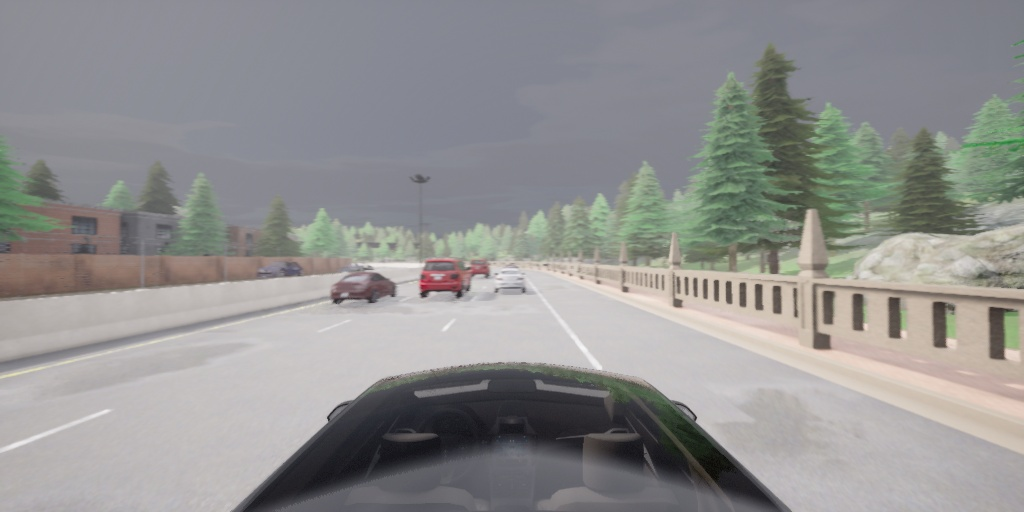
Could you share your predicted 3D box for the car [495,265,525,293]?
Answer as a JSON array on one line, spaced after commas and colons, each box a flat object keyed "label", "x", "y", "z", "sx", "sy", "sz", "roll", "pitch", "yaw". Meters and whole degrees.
[{"label": "car", "x": -0.117, "y": 1.493, "z": 22.848, "sx": 1.812, "sy": 1.442, "sz": 4.674, "roll": 0, "pitch": 0, "yaw": 0}]

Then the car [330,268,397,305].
[{"label": "car", "x": -7.105, "y": 1.499, "z": 17.505, "sx": 1.812, "sy": 1.442, "sz": 4.674, "roll": 0, "pitch": 0, "yaw": 0}]

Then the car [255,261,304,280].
[{"label": "car", "x": -21.243, "y": 1.226, "z": 32.950, "sx": 2.097, "sy": 1.767, "sz": 4.553, "roll": 0, "pitch": -1, "yaw": 0}]

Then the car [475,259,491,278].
[{"label": "car", "x": -3.660, "y": 1.403, "z": 40.563, "sx": 2.150, "sy": 2.045, "sz": 5.566, "roll": 0, "pitch": 0, "yaw": 0}]

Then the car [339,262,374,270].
[{"label": "car", "x": -14.242, "y": 1.334, "z": 32.933, "sx": 2.128, "sy": 1.511, "sz": 4.902, "roll": 0, "pitch": -1, "yaw": 0}]

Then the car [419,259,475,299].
[{"label": "car", "x": -3.616, "y": 1.193, "z": 20.139, "sx": 2.150, "sy": 2.045, "sz": 5.566, "roll": 0, "pitch": 0, "yaw": 0}]
